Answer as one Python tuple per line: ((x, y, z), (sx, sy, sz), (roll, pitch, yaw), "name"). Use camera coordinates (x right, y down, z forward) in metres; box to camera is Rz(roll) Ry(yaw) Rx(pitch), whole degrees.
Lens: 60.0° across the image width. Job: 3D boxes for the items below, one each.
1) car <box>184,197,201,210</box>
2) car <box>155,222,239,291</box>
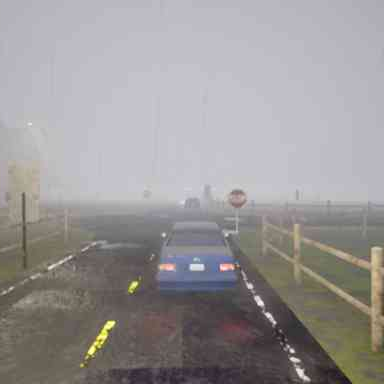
((0.056, 1.353, 40.467), (1.882, 1.535, 5.008), (0, 0, 0), "car")
((0.093, 1.517, 9.054), (2.033, 1.411, 5.357), (0, 0, 0), "car")
